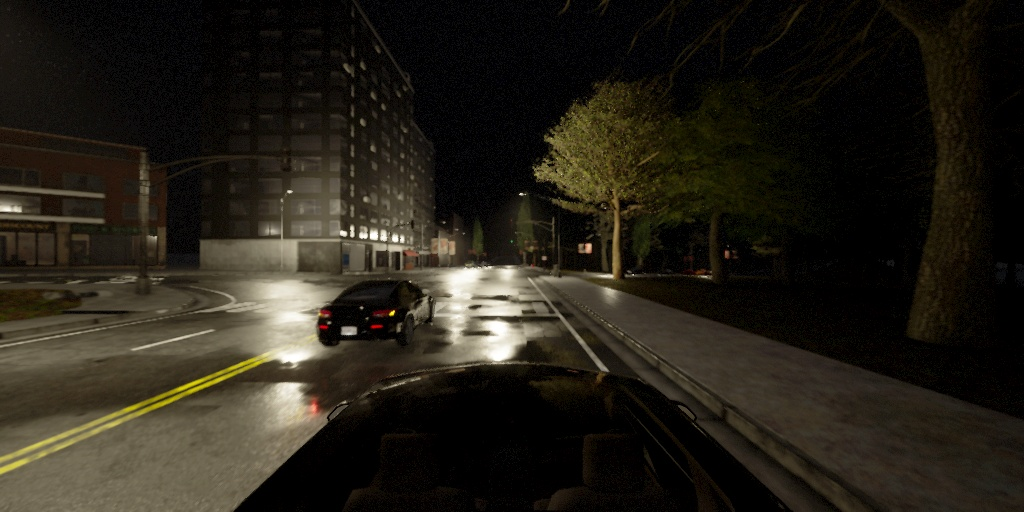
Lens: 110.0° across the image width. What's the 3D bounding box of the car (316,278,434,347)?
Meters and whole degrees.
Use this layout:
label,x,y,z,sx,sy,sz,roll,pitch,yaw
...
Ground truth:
label,x,y,z,sx,sy,sz,roll,pitch,yaw
car,-3.243,1.293,9.257,1.812,1.442,4.674,0,0,-2
